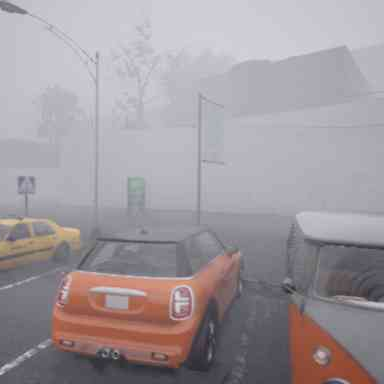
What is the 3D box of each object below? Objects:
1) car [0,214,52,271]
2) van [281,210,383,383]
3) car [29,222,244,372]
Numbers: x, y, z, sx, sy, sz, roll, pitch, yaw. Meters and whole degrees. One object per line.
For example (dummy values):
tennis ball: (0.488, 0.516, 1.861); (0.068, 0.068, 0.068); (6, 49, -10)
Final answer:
car: (-5.219, 1.434, 9.310); (1.946, 1.575, 5.366); (1, 0, 16)
van: (2.097, 1.263, 4.174); (1.878, 1.987, 4.442); (1, 0, 16)
car: (-0.323, 1.350, 5.996); (2.185, 1.767, 4.553); (0, -1, 15)
